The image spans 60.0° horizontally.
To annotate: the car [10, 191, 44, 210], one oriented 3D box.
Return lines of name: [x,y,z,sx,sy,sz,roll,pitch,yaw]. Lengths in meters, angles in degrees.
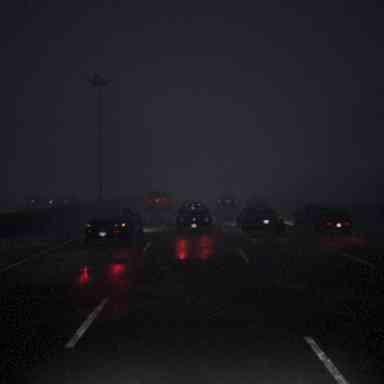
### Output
car: [-17.585,1.011,36.866,2.097,1.767,4.553,0,1,0]

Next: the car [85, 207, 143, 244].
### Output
car: [-3.399,1.386,14.969,1.812,1.442,4.674,0,1,0]

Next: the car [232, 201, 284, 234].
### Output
car: [3.602,1.394,18.144,1.994,1.385,4.181,0,1,0]

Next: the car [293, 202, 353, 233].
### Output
car: [7.102,1.331,18.498,1.837,1.490,4.892,0,0,0]

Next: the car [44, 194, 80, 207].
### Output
car: [-14.086,1.010,36.903,2.097,1.767,4.553,0,1,0]

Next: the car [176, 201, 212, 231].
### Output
car: [0.104,1.421,19.303,1.895,1.301,4.718,0,1,0]

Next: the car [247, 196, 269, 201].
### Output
car: [7.105,1.157,35.866,2.128,1.511,4.902,0,1,0]

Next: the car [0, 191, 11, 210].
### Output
car: [-21.088,0.882,36.624,2.150,2.045,5.566,0,1,0]

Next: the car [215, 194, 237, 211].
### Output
car: [3.605,1.020,35.631,2.097,1.767,4.553,0,1,0]

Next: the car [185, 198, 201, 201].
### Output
car: [0.105,1.276,34.880,1.895,1.301,4.718,0,1,0]

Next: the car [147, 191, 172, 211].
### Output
car: [-3.395,0.895,35.129,2.150,2.045,5.566,0,1,0]
